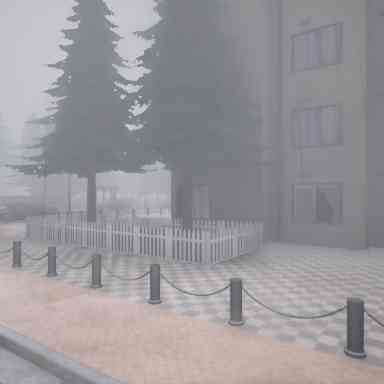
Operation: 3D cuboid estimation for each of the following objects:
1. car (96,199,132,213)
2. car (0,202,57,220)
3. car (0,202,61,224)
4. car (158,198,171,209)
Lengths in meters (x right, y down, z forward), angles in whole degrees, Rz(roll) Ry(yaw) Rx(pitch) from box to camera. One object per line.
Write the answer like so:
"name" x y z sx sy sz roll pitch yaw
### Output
"car" -8.727 1.476 36.233 2.128 1.511 4.902 0 0 37
"car" -14.354 1.585 28.786 1.895 1.301 4.718 0 0 37
"car" -12.645 1.532 24.910 2.033 1.411 5.357 0 0 37
"car" -2.486 1.510 44.461 1.812 1.442 4.674 0 0 37
